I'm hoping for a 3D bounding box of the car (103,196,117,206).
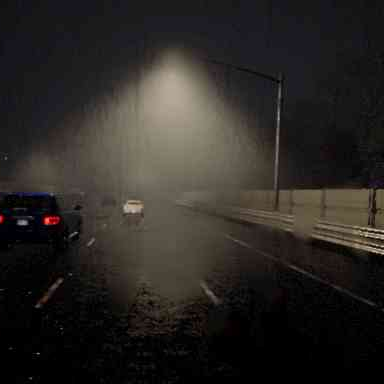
[{"bbox_3d":[-12.740,1.328,51.709,1.882,1.535,5.008,3,-1,-10],"label":"car"}]

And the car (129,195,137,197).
[{"bbox_3d":[-10.710,1.377,60.181,2.097,1.767,4.553,3,0,-10],"label":"car"}]

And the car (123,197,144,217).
[{"bbox_3d":[-5.560,1.530,31.636,1.812,1.442,4.674,3,-1,-10],"label":"car"}]

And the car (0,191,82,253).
[{"bbox_3d":[-5.726,1.055,12.945,2.150,2.045,5.566,3,-1,-10],"label":"car"}]
